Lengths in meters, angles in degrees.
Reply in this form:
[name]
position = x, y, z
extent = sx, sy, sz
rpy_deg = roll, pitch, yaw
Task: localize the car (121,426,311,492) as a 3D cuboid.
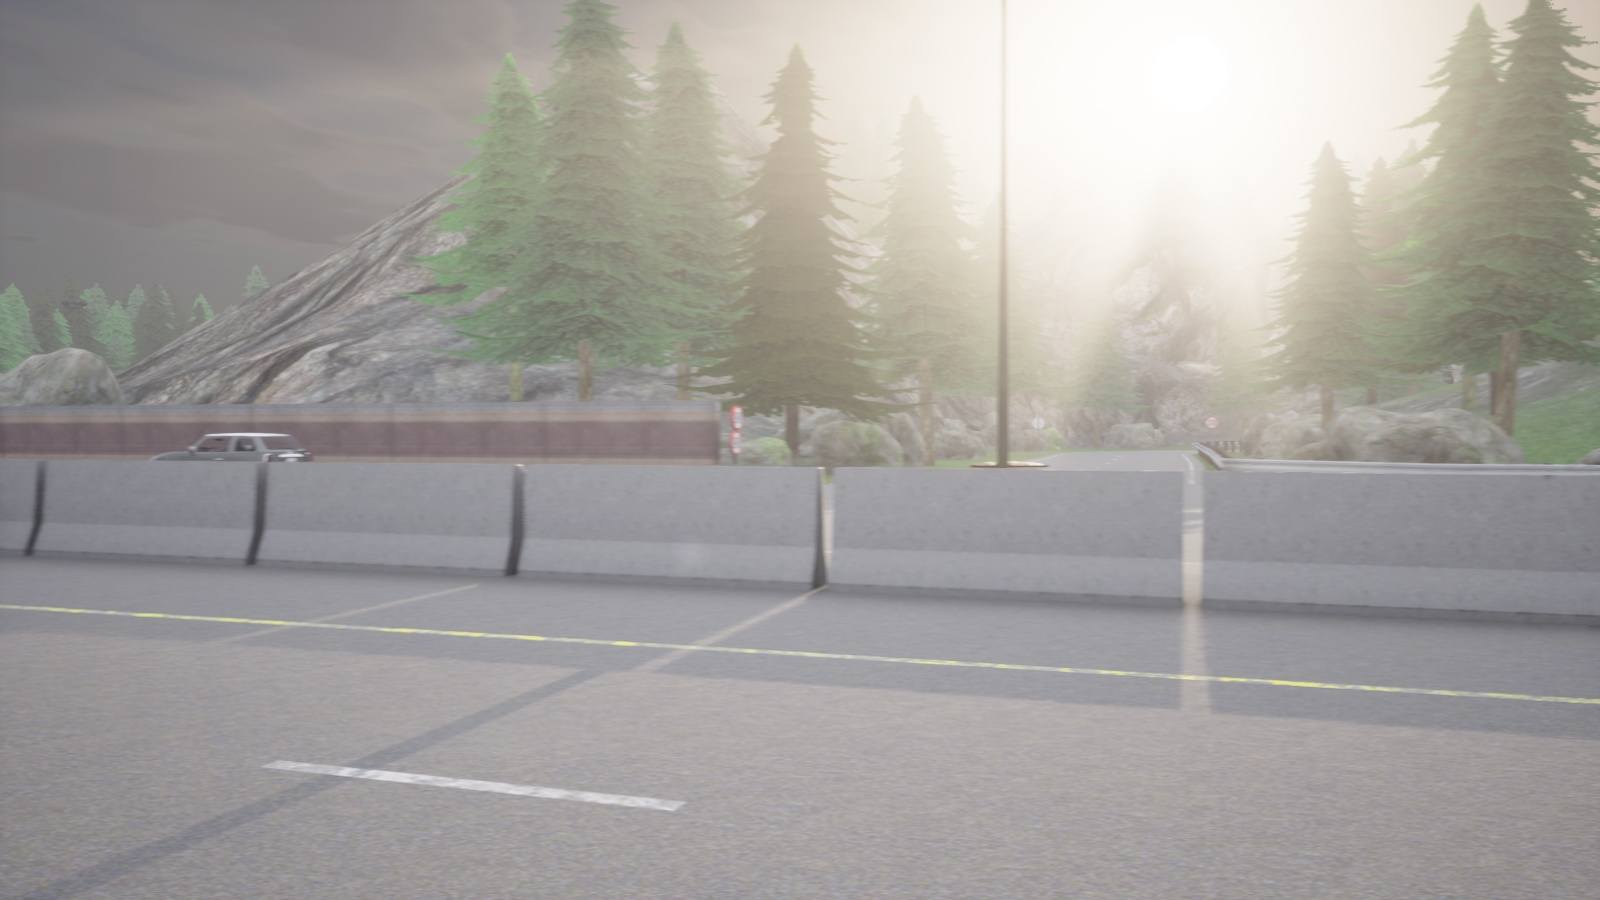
[car]
position = -13.955, 0.182, 30.043
extent = 3.806, 1.475, 1.970
rpy_deg = 1, 1, 19
